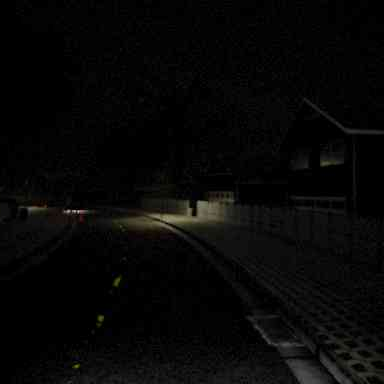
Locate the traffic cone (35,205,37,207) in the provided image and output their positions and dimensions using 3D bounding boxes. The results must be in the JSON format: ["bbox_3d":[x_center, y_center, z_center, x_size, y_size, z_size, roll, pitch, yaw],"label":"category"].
[{"bbox_3d":[-24.209,2.096,51.643,0.340,0.580,0.340,0,0,-42],"label":"traffic cone"}]

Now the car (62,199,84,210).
[{"bbox_3d":[-15.666,1.666,43.760,1.994,1.385,4.181,0,0,-34],"label":"car"}]

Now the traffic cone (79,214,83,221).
[{"bbox_3d":[-9.026,2.025,27.038,0.340,0.580,0.340,0,0,-21],"label":"traffic cone"}]

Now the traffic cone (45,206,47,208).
[{"bbox_3d":[-21.060,2.082,47.962,0.340,0.580,0.340,0,0,-39],"label":"traffic cone"}]
